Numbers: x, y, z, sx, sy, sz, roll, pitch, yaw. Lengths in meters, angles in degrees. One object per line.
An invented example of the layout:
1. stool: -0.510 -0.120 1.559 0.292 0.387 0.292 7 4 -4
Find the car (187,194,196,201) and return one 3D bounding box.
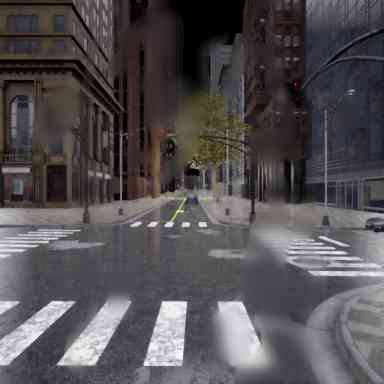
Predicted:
1. car: -0.056 1.107 70.708 1.812 1.442 4.674 0 1 0

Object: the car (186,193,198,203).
1. car: 0.014 1.041 60.745 2.097 1.767 4.553 0 1 0

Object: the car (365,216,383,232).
1. car: 11.907 1.631 18.324 4.403 1.369 2.008 0 0 0
